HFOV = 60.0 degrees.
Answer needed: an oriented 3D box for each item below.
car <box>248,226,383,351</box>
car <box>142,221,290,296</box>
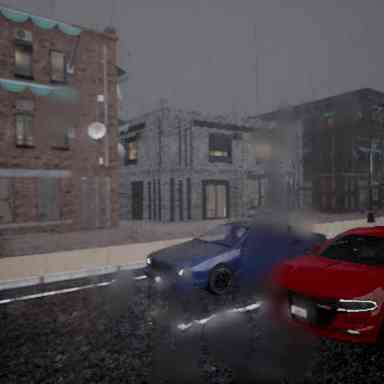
[{"bbox_3d":[3.569,1.422,6.235,5.008,1.535,1.882,-1,0,-36],"label":"car"},{"bbox_3d":[1.451,1.494,8.715,5.357,1.411,2.033,-1,0,-36],"label":"car"}]
